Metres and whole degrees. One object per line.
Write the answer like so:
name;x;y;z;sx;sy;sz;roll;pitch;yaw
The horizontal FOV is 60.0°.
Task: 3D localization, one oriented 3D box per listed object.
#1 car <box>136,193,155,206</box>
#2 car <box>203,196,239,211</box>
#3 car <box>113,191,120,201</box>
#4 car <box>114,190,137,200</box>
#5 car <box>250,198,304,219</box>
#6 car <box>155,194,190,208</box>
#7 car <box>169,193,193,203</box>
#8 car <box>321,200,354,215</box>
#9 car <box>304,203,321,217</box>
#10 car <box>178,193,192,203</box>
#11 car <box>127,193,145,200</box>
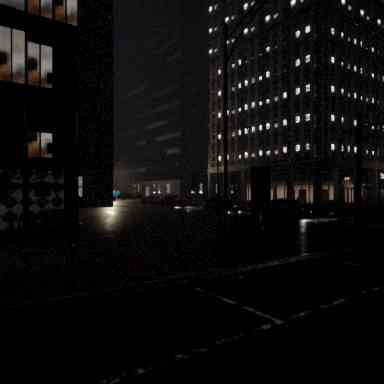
car;-5.419;1.094;45.025;1.752;1.417;4.829;1;0;-33
car;3.173;1.189;36.479;2.128;1.511;4.902;0;1;-32
car;-14.968;0.920;58.904;1.887;1.381;4.507;1;0;-35
car;-13.276;0.786;65.991;1.882;1.535;5.008;0;1;-36
car;6.429;1.399;26.575;1.802;1.307;4.206;1;0;-32
car;-2.469;1.212;40.529;1.802;1.307;4.206;1;0;-33
car;-1.852;0.927;54.365;1.967;1.590;4.097;1;0;-35
car;13.047;1.377;31.269;1.802;1.307;4.206;1;0;-32
car;8.194;1.309;28.517;1.837;1.490;4.892;0;1;-32
car;-2.438;1.058;45.190;1.882;1.535;5.008;0;1;-34
car;-11.500;0.864;67.811;1.947;1.339;4.313;1;0;-36
